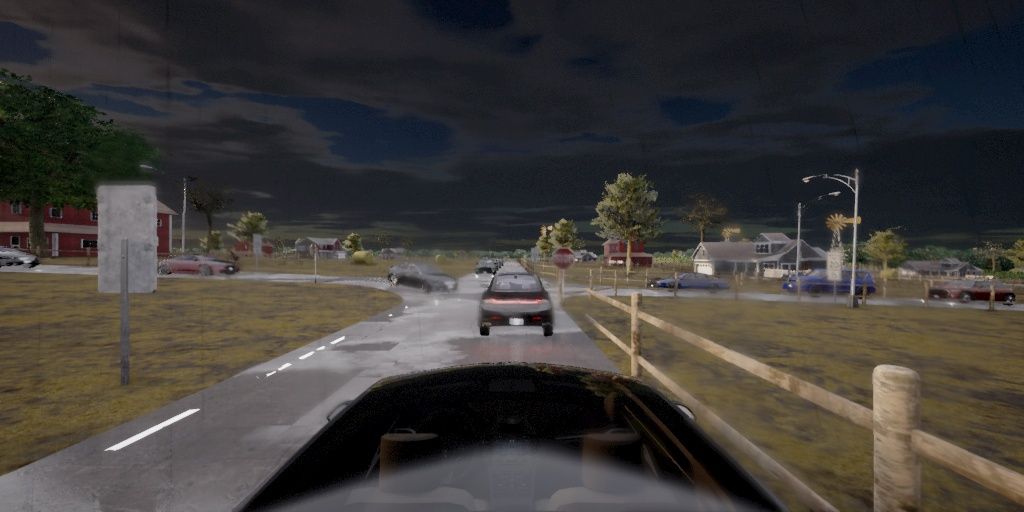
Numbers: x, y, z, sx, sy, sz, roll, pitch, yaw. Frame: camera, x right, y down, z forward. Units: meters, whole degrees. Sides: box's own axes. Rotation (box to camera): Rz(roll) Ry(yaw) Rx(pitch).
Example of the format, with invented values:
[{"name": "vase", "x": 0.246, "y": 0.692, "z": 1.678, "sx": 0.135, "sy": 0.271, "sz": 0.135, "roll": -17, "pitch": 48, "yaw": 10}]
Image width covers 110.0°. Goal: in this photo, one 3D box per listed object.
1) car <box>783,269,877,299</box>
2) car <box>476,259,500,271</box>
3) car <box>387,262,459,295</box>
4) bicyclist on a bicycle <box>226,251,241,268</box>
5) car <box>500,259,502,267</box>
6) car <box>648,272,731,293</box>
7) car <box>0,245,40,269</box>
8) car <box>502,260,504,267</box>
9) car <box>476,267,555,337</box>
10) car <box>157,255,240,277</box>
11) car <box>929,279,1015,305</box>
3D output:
[{"name": "car", "x": 22.975, "y": 1.937, "z": 25.990, "sx": 5.566, "sy": 2.045, "sz": 2.150, "roll": 2, "pitch": 0, "yaw": 0}, {"name": "car", "x": -2.785, "y": 1.131, "z": 39.674, "sx": 2.097, "sy": 1.767, "sz": 4.553, "roll": 0, "pitch": 0, "yaw": 0}, {"name": "car", "x": -5.014, "y": 1.167, "z": 20.062, "sx": 4.902, "sy": 1.511, "sz": 2.128, "roll": 5, "pitch": 2, "yaw": 40}, {"name": "bicyclist on a bicycle", "x": -22.572, "y": 0.418, "z": 29.046, "sx": 0.582, "sy": 1.620, "sz": 1.656, "roll": 2, "pitch": 0, "yaw": 0}, {"name": "car", "x": -2.757, "y": 1.294, "z": 49.575, "sx": 1.837, "sy": 1.490, "sz": 4.892, "roll": 0, "pitch": 0, "yaw": 0}, {"name": "car", "x": 12.787, "y": 1.858, "z": 25.956, "sx": 5.357, "sy": 1.411, "sz": 2.033, "roll": 2, "pitch": 0, "yaw": -1}, {"name": "car", "x": -33.585, "y": 0.038, "z": 23.071, "sx": 4.902, "sy": 1.511, "sz": 2.128, "roll": 2, "pitch": 0, "yaw": 0}, {"name": "car", "x": -2.732, "y": 1.354, "z": 59.864, "sx": 2.033, "sy": 1.411, "sz": 5.357, "roll": 0, "pitch": 0, "yaw": 1}, {"name": "car", "x": 0.112, "y": 1.245, "z": 10.369, "sx": 2.128, "sy": 1.511, "sz": 4.902, "roll": 0, "pitch": 0, "yaw": 0}, {"name": "car", "x": -20.044, "y": 0.607, "z": 23.058, "sx": 4.181, "sy": 1.385, "sz": 1.994, "roll": 2, "pitch": 0, "yaw": 0}, {"name": "car", "x": 33.064, "y": 2.480, "z": 25.976, "sx": 4.553, "sy": 1.767, "sz": 2.097, "roll": 2, "pitch": 0, "yaw": 0}]
